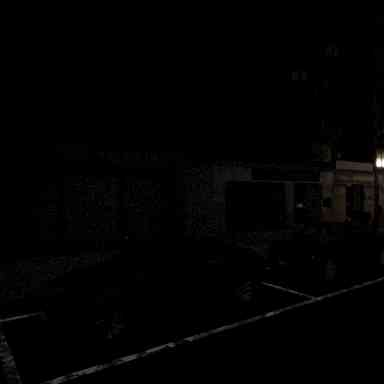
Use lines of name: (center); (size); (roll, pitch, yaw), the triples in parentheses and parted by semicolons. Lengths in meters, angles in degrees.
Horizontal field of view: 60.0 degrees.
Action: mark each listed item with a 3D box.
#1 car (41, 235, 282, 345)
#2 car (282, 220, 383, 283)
car: (-0.515, 1.566, 6.397); (4.313, 1.339, 1.947); (0, 0, -35)
car: (4.101, 1.544, 9.686); (4.507, 1.381, 1.887); (0, 0, -35)
